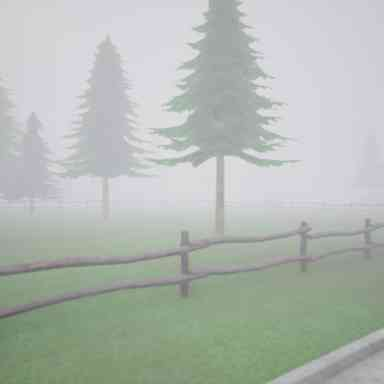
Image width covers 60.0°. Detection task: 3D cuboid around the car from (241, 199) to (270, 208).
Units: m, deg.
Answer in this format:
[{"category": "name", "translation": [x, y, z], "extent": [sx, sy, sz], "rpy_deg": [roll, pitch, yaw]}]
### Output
[{"category": "car", "translation": [10.573, 2.011, 56.737], "extent": [4.181, 1.385, 1.994], "rpy_deg": [0, 0, 27]}]

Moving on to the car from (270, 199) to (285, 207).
[{"category": "car", "translation": [13.779, 1.964, 58.611], "extent": [5.008, 1.535, 1.882], "rpy_deg": [0, 0, 30]}]
